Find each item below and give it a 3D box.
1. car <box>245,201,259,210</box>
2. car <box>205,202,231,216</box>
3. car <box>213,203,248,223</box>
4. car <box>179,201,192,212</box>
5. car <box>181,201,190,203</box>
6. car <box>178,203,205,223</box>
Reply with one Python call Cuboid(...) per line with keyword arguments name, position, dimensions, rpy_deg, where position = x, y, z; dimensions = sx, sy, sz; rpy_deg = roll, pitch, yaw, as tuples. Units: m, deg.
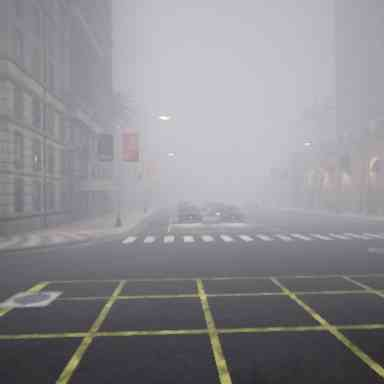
Cuboid(name="car", position=(9.404, 2.165, 53.827), dimensions=(2.033, 1.411, 5.357), rpy_deg=(-1, -1, -2))
Cuboid(name="car", position=(2.903, 1.985, 38.389), dimensions=(1.837, 1.490, 4.892), rpy_deg=(-1, -1, -2))
Cuboid(name="car", position=(3.307, 1.925, 29.613), dimensions=(1.994, 1.385, 4.181), rpy_deg=(-1, -1, -3))
Cuboid(name="car", position=(-1.033, 2.177, 50.097), dimensions=(1.837, 1.490, 4.892), rpy_deg=(-1, -1, -2))
Cuboid(name="car", position=(-0.653, 2.133, 39.661), dimensions=(1.895, 1.301, 4.718), rpy_deg=(-1, -1, -2))
Cuboid(name="car", position=(-0.197, 1.960, 29.604), dimensions=(1.994, 1.385, 4.181), rpy_deg=(-1, -1, -3))
